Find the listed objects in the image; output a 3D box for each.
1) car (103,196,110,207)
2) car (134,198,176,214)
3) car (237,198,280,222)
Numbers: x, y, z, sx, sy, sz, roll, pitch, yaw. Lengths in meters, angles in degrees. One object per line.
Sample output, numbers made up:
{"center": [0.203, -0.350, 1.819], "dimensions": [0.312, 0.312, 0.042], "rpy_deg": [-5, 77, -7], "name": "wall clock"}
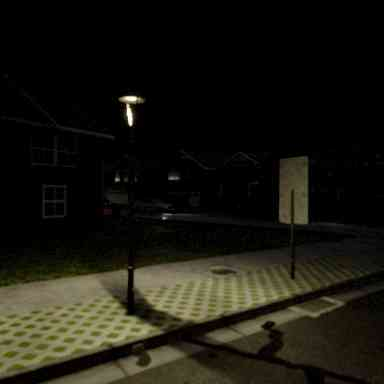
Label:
{"center": [-12.313, 1.101, 41.127], "dimensions": [4.892, 1.490, 1.837], "rpy_deg": [1, 0, 34], "name": "car"}
{"center": [-3.660, 1.295, 31.631], "dimensions": [4.674, 1.442, 1.812], "rpy_deg": [1, 0, 34], "name": "car"}
{"center": [5.789, 1.289, 25.162], "dimensions": [4.553, 1.767, 2.097], "rpy_deg": [1, 0, 34], "name": "car"}
